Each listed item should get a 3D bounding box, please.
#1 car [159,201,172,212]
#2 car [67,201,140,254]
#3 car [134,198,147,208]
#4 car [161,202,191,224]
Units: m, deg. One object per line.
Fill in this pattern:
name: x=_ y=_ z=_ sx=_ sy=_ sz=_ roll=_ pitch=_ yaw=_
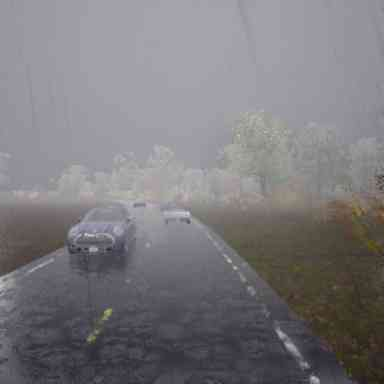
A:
car: x=-3.243 y=1.806 z=42.449 sx=1.895 sy=1.301 sz=4.718 roll=0 pitch=0 yaw=-9
car: x=-3.543 y=1.425 z=13.811 sx=2.097 sy=1.767 sz=4.553 roll=0 pitch=0 yaw=-3
car: x=-8.459 y=1.744 z=53.990 sx=1.882 sy=1.535 sz=5.008 roll=0 pitch=0 yaw=-11
car: x=-1.226 y=1.728 z=26.102 sx=1.895 sy=1.301 sz=4.718 roll=0 pitch=0 yaw=-5
